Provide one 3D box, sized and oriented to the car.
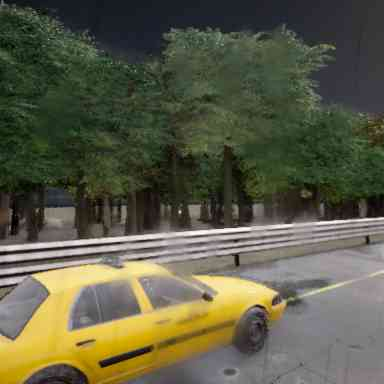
[{"bbox_3d":[-0.843,1.651,4.693,5.366,1.575,1.801,1,-3,-38],"label":"car"}]
